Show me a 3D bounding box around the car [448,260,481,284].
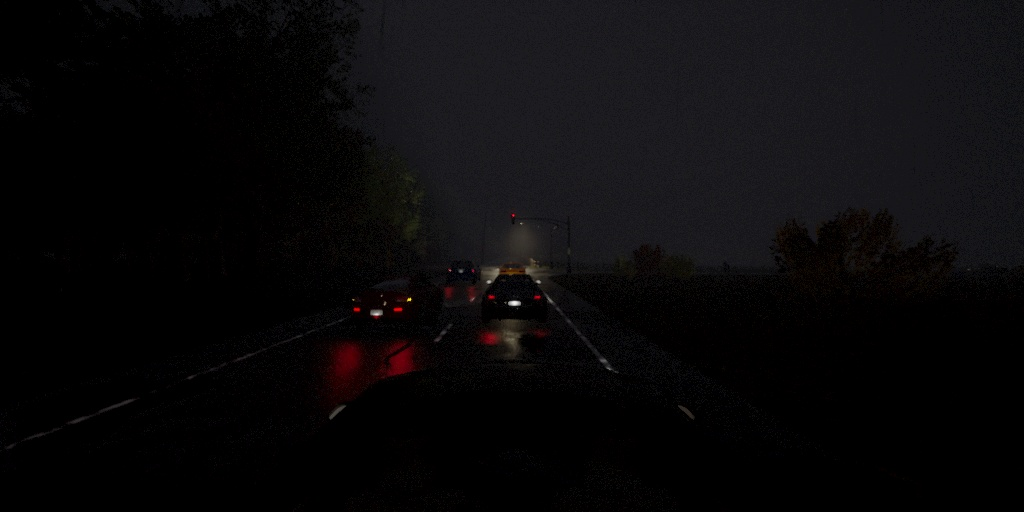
[{"bbox_3d":[-3.475,1.064,26.486,2.097,1.767,4.553,0,0,0],"label":"car"}]

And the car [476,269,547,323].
[{"bbox_3d":[0.068,1.299,12.120,1.994,1.385,4.181,0,0,0],"label":"car"}]

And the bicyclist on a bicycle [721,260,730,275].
[{"bbox_3d":[24.184,1.337,40.648,0.582,1.620,1.656,1,0,0],"label":"bicyclist on a bicycle"}]

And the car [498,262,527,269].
[{"bbox_3d":[0.033,1.190,25.636,1.882,1.535,5.008,0,0,0],"label":"car"}]

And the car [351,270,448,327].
[{"bbox_3d":[-3.428,1.261,11.359,1.812,1.442,4.674,0,0,0],"label":"car"}]
